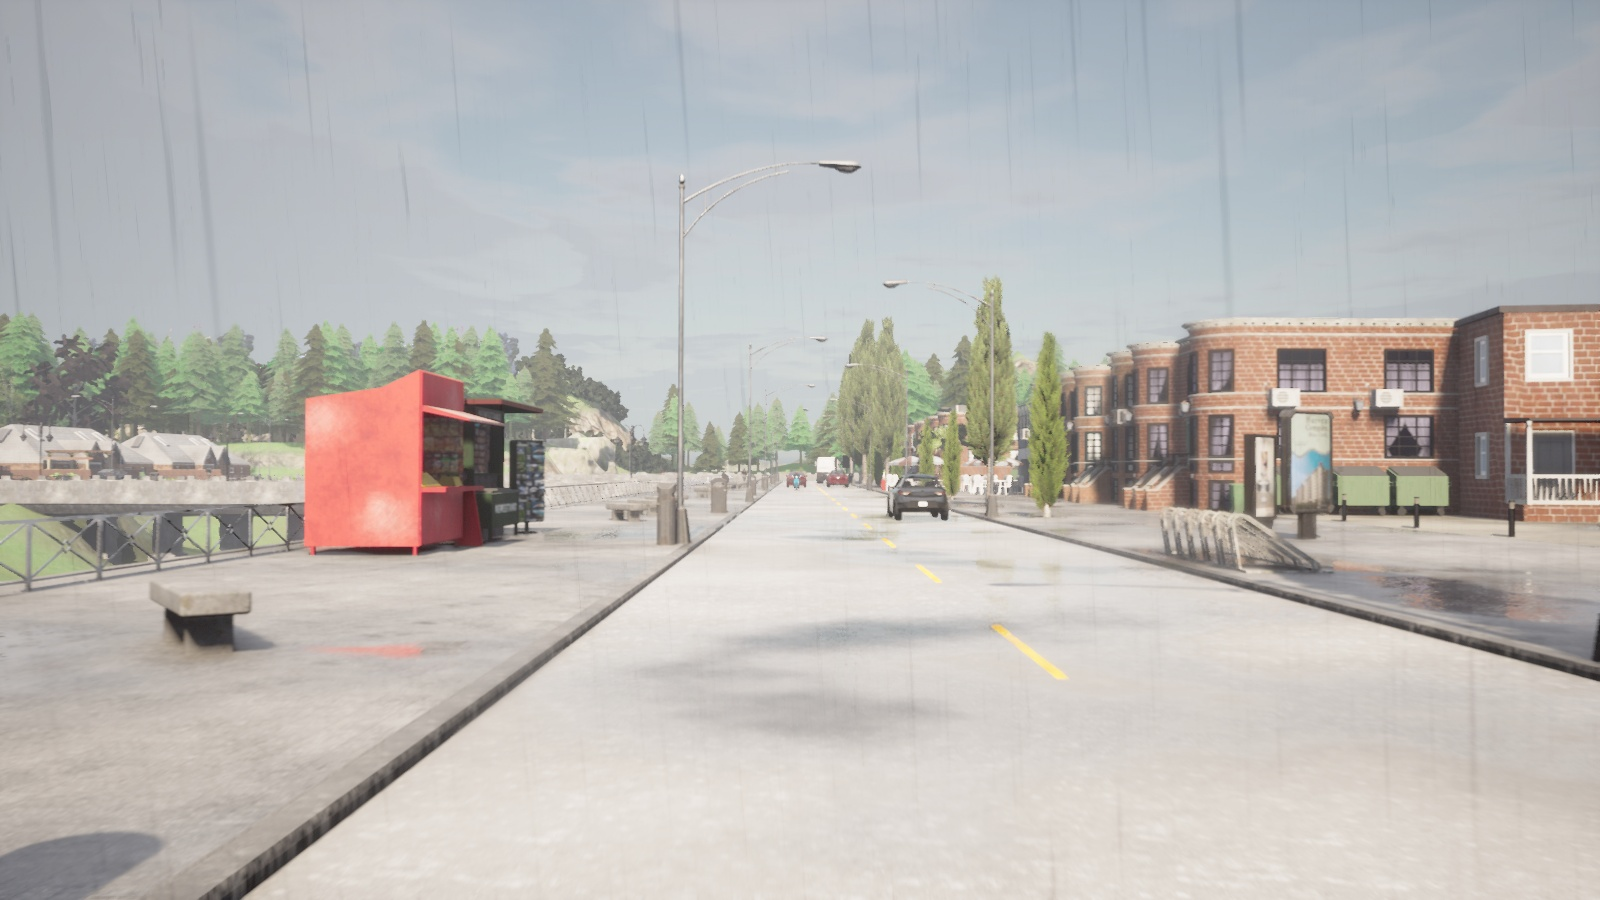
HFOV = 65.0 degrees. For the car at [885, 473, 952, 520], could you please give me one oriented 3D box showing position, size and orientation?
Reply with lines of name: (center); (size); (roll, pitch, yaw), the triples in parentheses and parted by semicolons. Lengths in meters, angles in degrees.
car: (3.891, 1.515, 41.949); (1.816, 1.474, 4.193); (0, -1, 0)
